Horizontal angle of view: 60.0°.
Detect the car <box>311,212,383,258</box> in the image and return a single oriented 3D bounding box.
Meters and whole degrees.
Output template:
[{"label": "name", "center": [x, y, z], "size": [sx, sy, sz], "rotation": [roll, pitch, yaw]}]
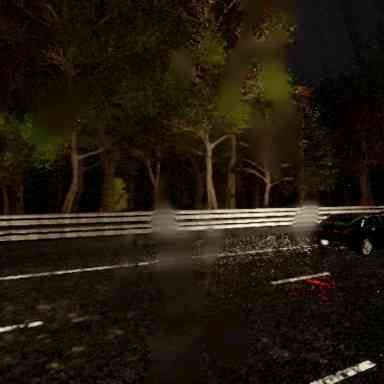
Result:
[{"label": "car", "center": [6.786, 1.541, 12.959], "size": [4.892, 1.490, 1.837], "rotation": [0, 0, -30]}]
